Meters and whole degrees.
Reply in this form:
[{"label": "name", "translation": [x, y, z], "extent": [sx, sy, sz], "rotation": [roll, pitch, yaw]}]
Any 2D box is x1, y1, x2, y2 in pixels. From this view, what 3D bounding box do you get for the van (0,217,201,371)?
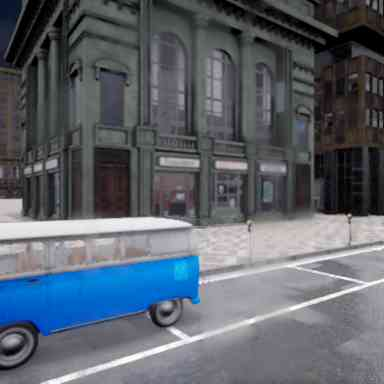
[{"label": "van", "translation": [-1.743, 1.349, 5.409], "extent": [3.998, 1.788, 1.690], "rotation": [0, 0, -36]}]
